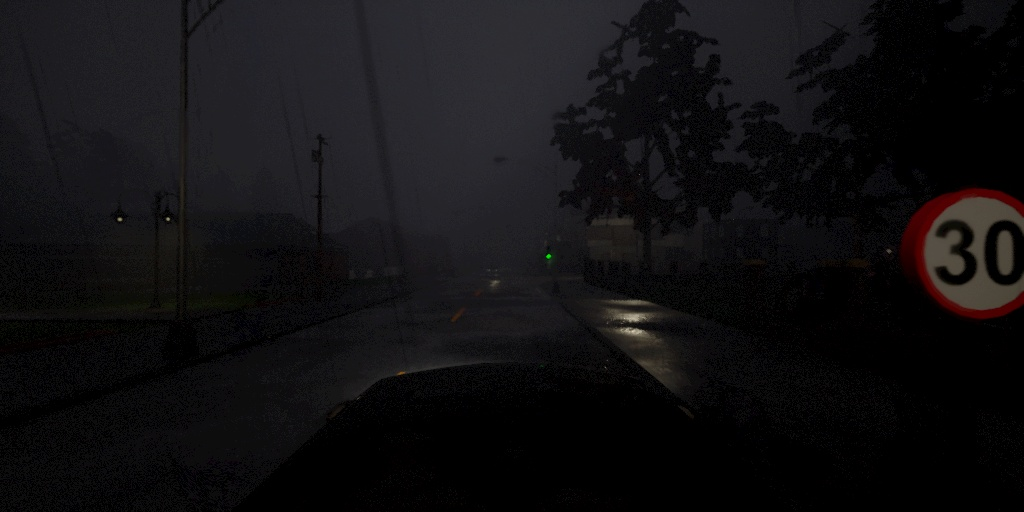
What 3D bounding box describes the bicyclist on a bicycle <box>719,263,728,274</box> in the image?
[{"bbox_3d":[18.640,1.426,31.523,0.582,1.620,1.656,0,-1,0],"label":"bicyclist on a bicycle"}]
